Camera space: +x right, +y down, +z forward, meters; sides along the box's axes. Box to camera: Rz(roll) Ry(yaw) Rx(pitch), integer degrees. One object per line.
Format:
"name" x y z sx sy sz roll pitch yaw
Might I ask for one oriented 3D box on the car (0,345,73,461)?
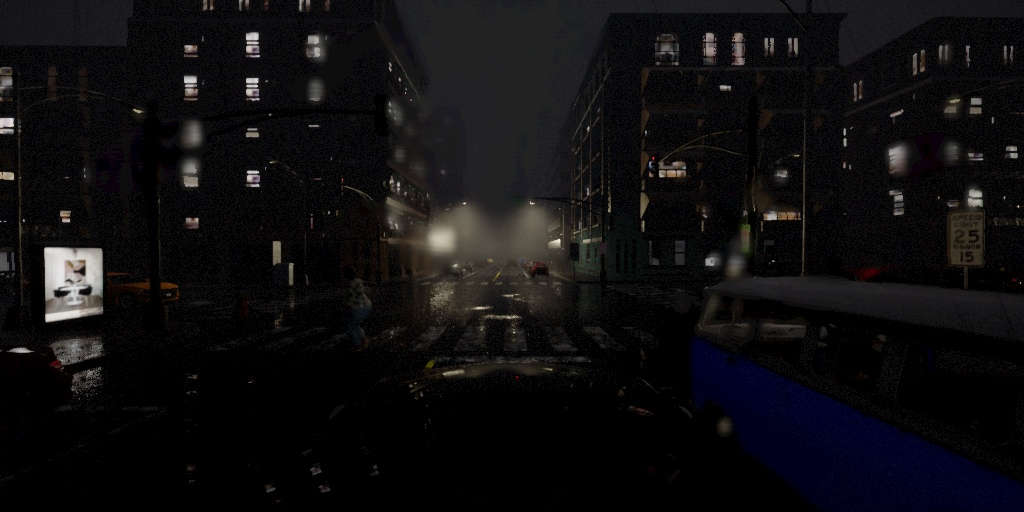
"car" -5.693 1.332 2.208 1.802 1.307 4.207 0 0 0

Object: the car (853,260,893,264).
"car" 21.346 0.930 21.797 4.507 1.381 1.888 0 0 0

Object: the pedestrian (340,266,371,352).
"pedestrian" -3.229 1.043 7.367 0.375 1.860 0.375 0 0 0

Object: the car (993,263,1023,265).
"car" 21.365 1.032 13.416 4.207 1.307 1.802 0 0 0

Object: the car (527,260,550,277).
"car" 2.694 1.333 34.600 1.802 1.307 4.207 0 0 0

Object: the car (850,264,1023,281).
"car" 15.795 1.097 13.377 4.313 1.339 1.948 0 0 0

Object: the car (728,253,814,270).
"car" 15.775 0.780 21.758 5.009 1.841 2.192 0 0 0

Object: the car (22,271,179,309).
"car" -17.621 1.473 15.724 5.008 1.535 1.882 -1 0 -2

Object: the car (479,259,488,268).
"car" -5.682 1.310 62.231 1.888 1.381 4.507 0 0 0

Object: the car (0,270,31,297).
"car" -30.258 1.573 21.565 4.097 1.591 1.967 0 0 0

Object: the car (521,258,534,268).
"car" 2.697 1.303 51.170 1.888 1.381 4.507 0 0 0

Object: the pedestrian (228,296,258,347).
"pedestrian" -5.984 1.043 7.964 0.375 1.860 0.375 0 0 0

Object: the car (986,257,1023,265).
"car" 25.276 0.826 19.228 5.008 1.535 1.882 -1 0 0

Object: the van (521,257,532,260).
"van" 2.698 1.102 56.693 1.690 1.789 3.998 0 0 0

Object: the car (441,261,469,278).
"car" -5.687 1.317 34.613 1.948 1.339 4.313 0 0 0

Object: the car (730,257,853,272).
"car" 14.801 1.004 19.157 4.892 1.490 1.837 -1 0 0

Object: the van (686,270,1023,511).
"van" 2.689 1.091 2.206 1.690 1.789 3.998 0 0 0

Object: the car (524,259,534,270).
"car" 2.695 1.319 40.123 1.948 1.339 4.313 0 0 0

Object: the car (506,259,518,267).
"car" 0.009 1.291 64.056 1.812 1.442 4.674 0 0 0

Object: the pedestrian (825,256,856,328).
"pedestrian" 6.042 0.890 6.724 0.375 1.860 0.375 0 0 0

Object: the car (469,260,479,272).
"car" -5.685 1.321 45.661 1.948 1.339 4.313 0 0 0
